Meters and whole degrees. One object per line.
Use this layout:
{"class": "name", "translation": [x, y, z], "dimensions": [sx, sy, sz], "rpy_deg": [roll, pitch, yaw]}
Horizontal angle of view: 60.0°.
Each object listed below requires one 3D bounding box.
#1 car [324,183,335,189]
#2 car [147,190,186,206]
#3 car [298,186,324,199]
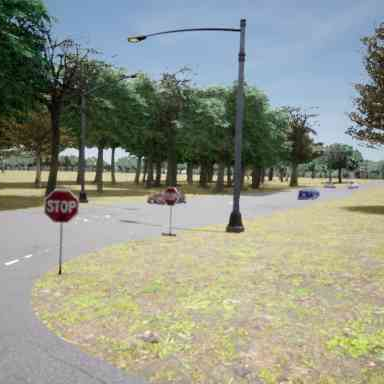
{"class": "car", "translation": [34.546, -1.454, 83.495], "dimensions": [2.033, 1.411, 5.357], "rpy_deg": [4, 4, 36]}
{"class": "car", "translation": [-2.410, 0.545, 32.255], "dimensions": [1.994, 1.385, 4.181], "rpy_deg": [4, 5, 36]}
{"class": "car", "translation": [16.367, 0.139, 46.391], "dimensions": [1.882, 1.535, 5.008], "rpy_deg": [4, 4, 35]}
